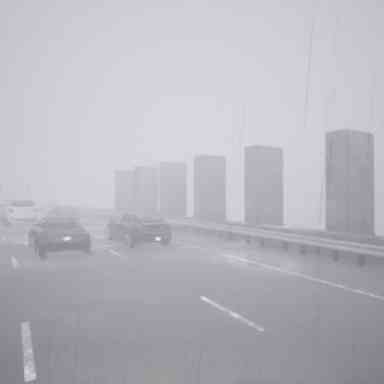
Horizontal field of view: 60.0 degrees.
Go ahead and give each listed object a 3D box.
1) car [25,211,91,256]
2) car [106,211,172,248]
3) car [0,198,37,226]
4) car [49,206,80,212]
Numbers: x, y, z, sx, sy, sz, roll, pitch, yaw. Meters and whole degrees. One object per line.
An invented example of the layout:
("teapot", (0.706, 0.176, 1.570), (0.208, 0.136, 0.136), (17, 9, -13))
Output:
("car", (-5.695, 1.729, 14.145), (1.994, 1.385, 4.181), (0, -1, -31))
("car", (-2.657, 1.695, 15.895), (1.837, 1.490, 4.892), (0, 0, -31))
("car", (-13.967, 1.531, 26.726), (2.150, 2.045, 5.566), (1, -1, -36))
("car", (-11.080, 1.879, 28.703), (2.033, 1.411, 5.357), (1, -1, -36))
